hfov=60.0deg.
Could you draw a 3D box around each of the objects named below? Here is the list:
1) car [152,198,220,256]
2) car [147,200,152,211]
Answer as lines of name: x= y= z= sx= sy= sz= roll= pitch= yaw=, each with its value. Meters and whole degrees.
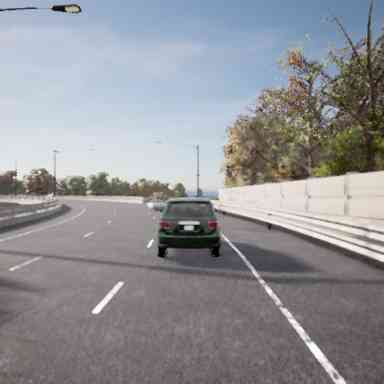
car: x=-0.151 y=1.231 z=13.247 sx=2.150 sy=2.045 sz=5.566 roll=0 pitch=0 yaw=-1
car: x=-4.459 y=1.625 z=41.784 sx=1.895 sy=1.301 sz=4.718 roll=0 pitch=0 yaw=-16
